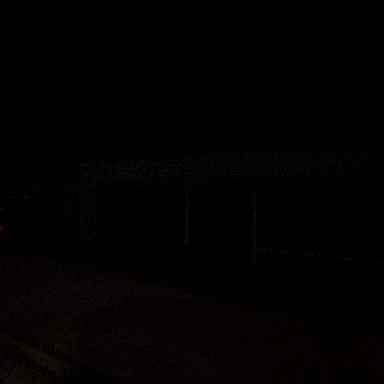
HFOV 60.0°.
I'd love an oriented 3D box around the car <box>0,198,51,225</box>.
[{"bbox_3d":[-11.844,1.177,23.453,2.097,1.767,4.553,0,1,34],"label":"car"}]
